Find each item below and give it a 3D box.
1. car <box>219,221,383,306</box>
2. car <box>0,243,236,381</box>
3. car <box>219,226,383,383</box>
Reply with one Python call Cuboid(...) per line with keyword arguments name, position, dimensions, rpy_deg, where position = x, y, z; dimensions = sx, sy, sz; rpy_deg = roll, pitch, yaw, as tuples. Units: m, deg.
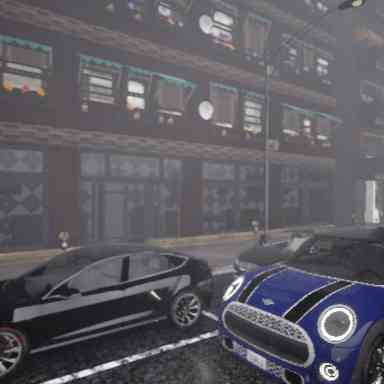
Cuboid(name="car", position=(3.049, 1.620, 8.737), dimensions=(4.403, 1.369, 2.008), rpy_deg=(1, -1, -35))
Cuboid(name="car", position=(-1.588, 1.582, 5.429), dimensions=(4.313, 1.339, 1.947), rpy_deg=(1, -1, -35))
Cuboid(name="car", position=(2.590, 1.399, 5.227), dimensions=(4.553, 1.767, 2.097), rpy_deg=(1, 0, -35))
